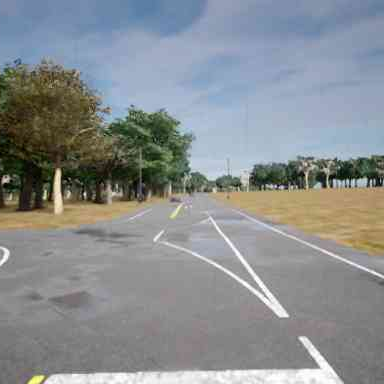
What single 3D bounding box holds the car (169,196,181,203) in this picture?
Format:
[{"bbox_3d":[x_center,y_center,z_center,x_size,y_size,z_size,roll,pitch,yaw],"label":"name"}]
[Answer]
[{"bbox_3d":[-3.276,1.490,65.561,1.994,1.385,4.181,0,0,4],"label":"car"}]
